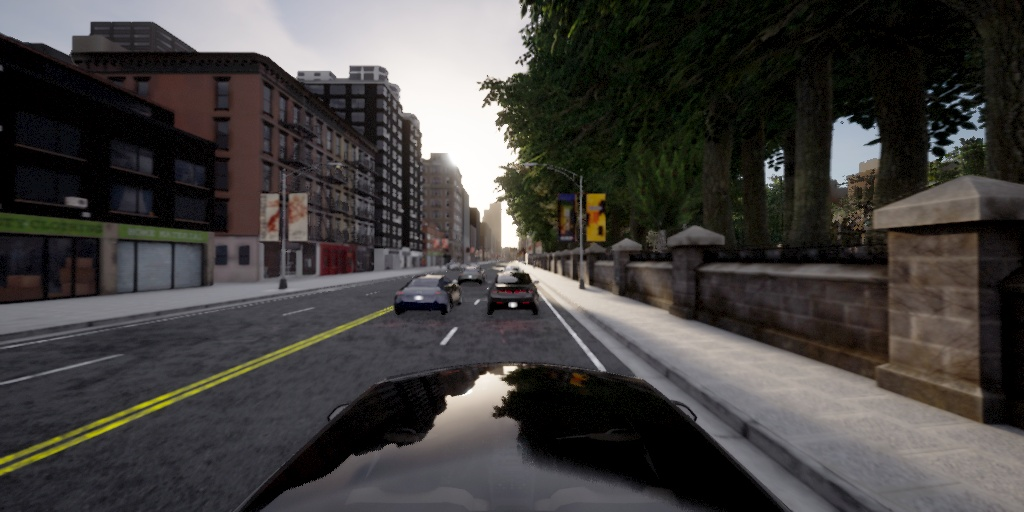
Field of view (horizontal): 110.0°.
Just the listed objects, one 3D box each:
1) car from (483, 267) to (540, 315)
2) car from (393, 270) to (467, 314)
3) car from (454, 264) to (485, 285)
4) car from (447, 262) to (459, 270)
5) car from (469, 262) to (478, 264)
[{"bbox_3d":[0.050,1.374,14.279,1.837,1.490,4.892,0,0,0],"label":"car"},{"bbox_3d":[-3.199,1.434,14.371,1.994,1.385,4.181,0,0,1],"label":"car"},{"bbox_3d":[-3.191,1.575,29.470,1.994,1.385,4.181,0,0,0],"label":"car"},{"bbox_3d":[-9.771,1.799,60.563,2.128,1.511,4.902,0,0,1],"label":"car"},{"bbox_3d":[-6.521,1.799,60.564,2.128,1.511,4.902,0,0,1],"label":"car"}]
